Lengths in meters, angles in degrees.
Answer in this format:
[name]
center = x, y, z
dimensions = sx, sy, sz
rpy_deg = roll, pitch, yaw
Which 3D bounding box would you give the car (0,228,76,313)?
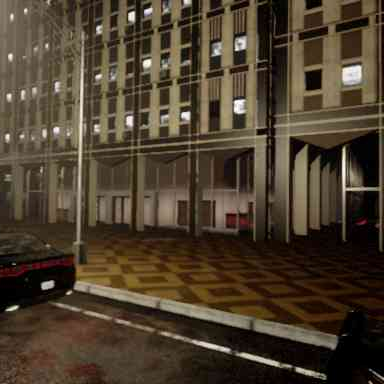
[car]
center = -4.773, 1.508, 7.297
dimensions = 5.008, 1.535, 1.882
rpy_deg = 1, -1, 30

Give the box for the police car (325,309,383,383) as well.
[police car]
center = 3.821, 1.601, 2.402
dimensions = 5.238, 1.638, 1.930
rpy_deg = 1, -1, 30
